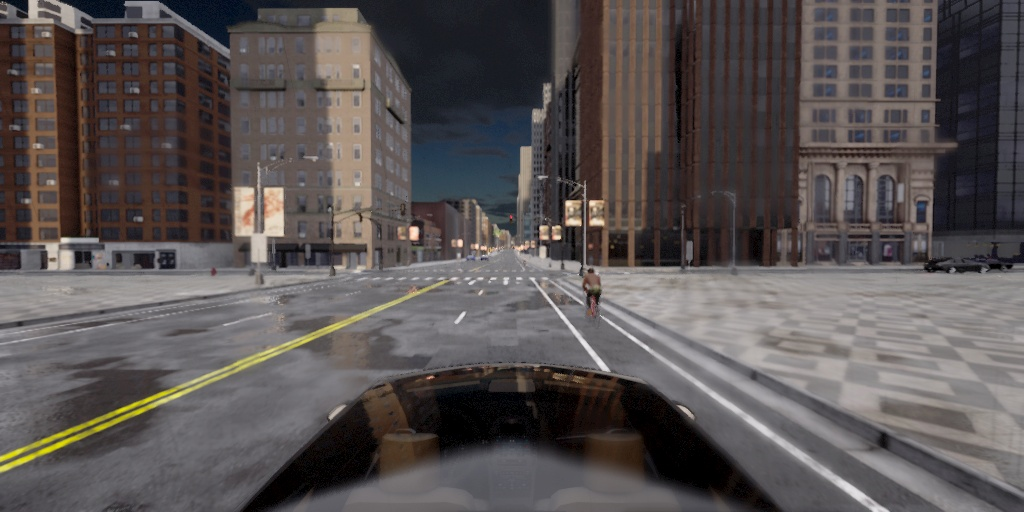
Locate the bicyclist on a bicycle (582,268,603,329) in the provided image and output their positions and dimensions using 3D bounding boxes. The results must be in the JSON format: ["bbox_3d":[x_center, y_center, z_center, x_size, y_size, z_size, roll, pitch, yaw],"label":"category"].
[{"bbox_3d":[2.251,1.156,10.056,0.582,1.620,1.656,0,0,0],"label":"bicyclist on a bicycle"}]

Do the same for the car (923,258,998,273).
[{"bbox_3d":[42.394,0.929,34.226,4.892,1.490,1.837,0,1,1],"label":"car"}]

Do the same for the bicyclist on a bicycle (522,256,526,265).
[{"bbox_3d":[2.246,0.891,64.191,0.866,1.612,1.509,0,0,0],"label":"bicyclist on a bicycle"}]

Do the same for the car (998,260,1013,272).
[{"bbox_3d":[48.570,0.933,37.280,4.718,1.301,1.895,0,1,0],"label":"car"}]
